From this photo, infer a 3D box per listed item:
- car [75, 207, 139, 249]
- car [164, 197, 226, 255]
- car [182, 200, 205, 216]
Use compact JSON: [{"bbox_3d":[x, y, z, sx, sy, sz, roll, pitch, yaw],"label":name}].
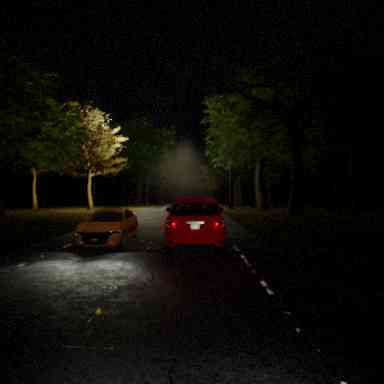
[{"bbox_3d":[-3.584,1.480,14.732,1.882,1.535,5.008,0,0,0],"label":"car"},{"bbox_3d":[0.113,1.224,13.477,2.150,2.045,5.566,0,0,0],"label":"car"},{"bbox_3d":[0.137,1.569,33.991,2.128,1.511,4.902,0,0,0],"label":"car"}]
